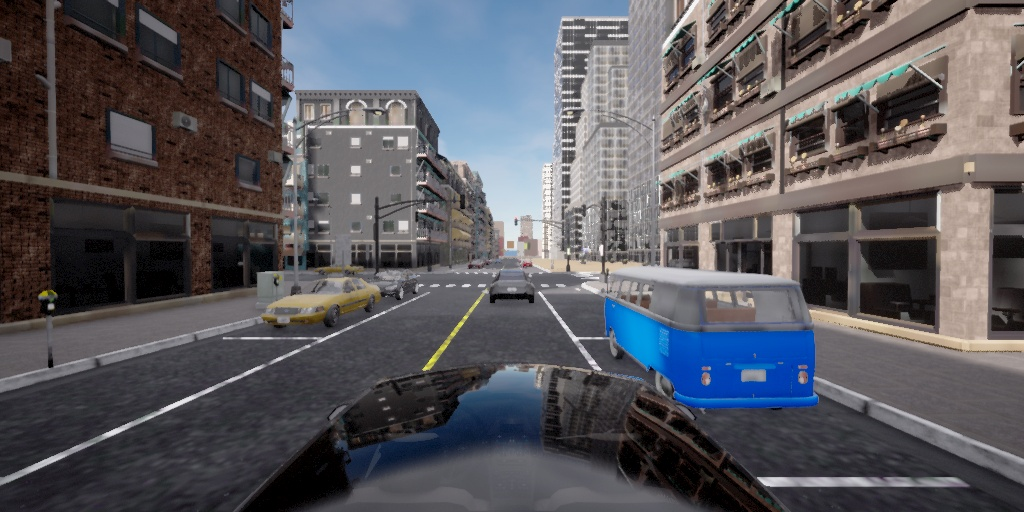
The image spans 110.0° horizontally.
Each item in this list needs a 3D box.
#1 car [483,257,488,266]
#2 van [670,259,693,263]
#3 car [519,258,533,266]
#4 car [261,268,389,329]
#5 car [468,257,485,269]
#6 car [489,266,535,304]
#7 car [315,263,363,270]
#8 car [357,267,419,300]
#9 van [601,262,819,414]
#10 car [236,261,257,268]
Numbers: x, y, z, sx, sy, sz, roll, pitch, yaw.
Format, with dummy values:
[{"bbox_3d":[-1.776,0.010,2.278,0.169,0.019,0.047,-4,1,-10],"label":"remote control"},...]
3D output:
[{"bbox_3d":[-5.691,1.186,60.898,1.967,1.591,4.097,0,0,0],"label":"car"},{"bbox_3d":[14.689,1.113,28.839,3.998,1.789,1.690,0,0,0],"label":"van"},{"bbox_3d":[2.657,1.292,60.955,1.888,1.381,4.507,0,0,0],"label":"car"},{"bbox_3d":[-5.691,1.271,11.349,1.751,1.417,4.829,0,0,0],"label":"car"},{"bbox_3d":[-5.691,1.291,55.249,1.888,1.381,4.507,0,0,0],"label":"car"},{"bbox_3d":[0.001,1.318,16.502,1.994,1.385,4.181,0,0,0],"label":"car"},{"bbox_3d":[-17.883,1.245,37.166,4.829,1.417,1.751,0,0,0],"label":"car"},{"bbox_3d":[-5.692,1.295,17.183,2.007,1.370,4.403,0,0,0],"label":"car"},{"bbox_3d":[2.689,1.087,5.819,1.690,1.789,3.998,0,0,0],"label":"van"},{"bbox_3d":[-23.234,1.298,28.778,4.097,1.591,1.967,0,0,0],"label":"car"}]
